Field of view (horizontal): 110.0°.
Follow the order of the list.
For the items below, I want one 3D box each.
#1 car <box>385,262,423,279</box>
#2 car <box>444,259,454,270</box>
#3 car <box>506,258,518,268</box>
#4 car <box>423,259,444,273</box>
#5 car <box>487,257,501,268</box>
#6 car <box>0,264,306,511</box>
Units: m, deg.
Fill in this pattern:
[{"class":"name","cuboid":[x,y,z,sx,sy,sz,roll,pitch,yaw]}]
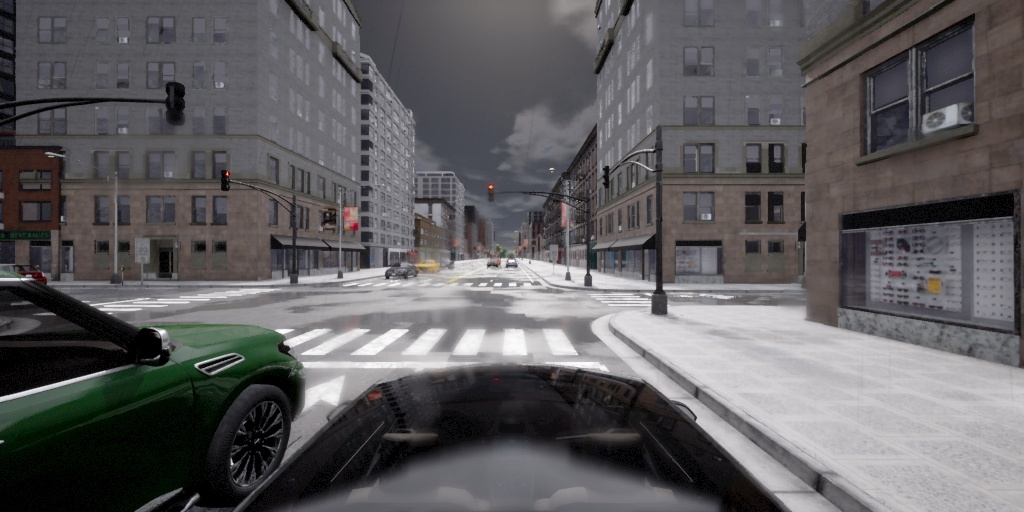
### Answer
[{"class":"car","cuboid":[-9.871,1.279,32.444,1.812,1.442,4.674,0,0,2]},{"class":"car","cuboid":[-9.881,1.242,53.794,2.128,1.511,4.902,0,0,0]},{"class":"car","cuboid":[-0.052,1.312,61.865,1.994,1.385,4.181,0,0,0]},{"class":"car","cuboid":[-9.877,1.231,42.694,1.882,1.535,5.008,0,0,0]},{"class":"car","cuboid":[-3.302,1.349,61.892,1.895,1.301,4.718,0,0,0]},{"class":"car","cuboid":[-3.148,0.971,1.232,2.150,2.045,5.566,0,0,0]}]
